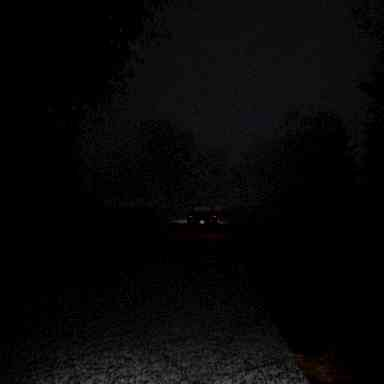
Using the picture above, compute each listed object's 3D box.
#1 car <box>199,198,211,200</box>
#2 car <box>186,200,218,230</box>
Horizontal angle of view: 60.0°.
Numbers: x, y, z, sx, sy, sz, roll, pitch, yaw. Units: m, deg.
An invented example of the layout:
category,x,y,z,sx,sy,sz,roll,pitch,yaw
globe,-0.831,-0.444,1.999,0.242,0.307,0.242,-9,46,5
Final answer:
category,x,y,z,sx,sy,sz,roll,pitch,yaw
car,1.426,1.378,36.340,1.994,1.385,4.181,0,0,7
car,0.636,1.461,20.677,1.812,1.442,4.674,0,0,2
